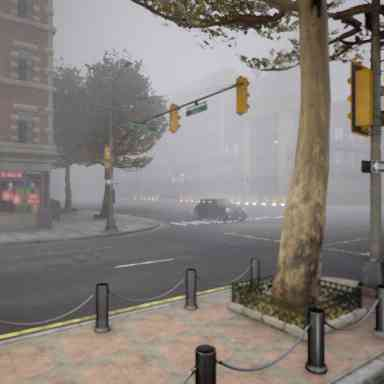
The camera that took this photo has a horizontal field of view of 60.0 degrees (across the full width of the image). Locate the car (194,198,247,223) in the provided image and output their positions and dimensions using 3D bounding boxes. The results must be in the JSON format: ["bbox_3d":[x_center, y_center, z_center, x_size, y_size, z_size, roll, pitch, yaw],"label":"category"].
[{"bbox_3d":[2.144,1.317,25.811,2.097,1.767,4.553,0,0,-36],"label":"car"}]
